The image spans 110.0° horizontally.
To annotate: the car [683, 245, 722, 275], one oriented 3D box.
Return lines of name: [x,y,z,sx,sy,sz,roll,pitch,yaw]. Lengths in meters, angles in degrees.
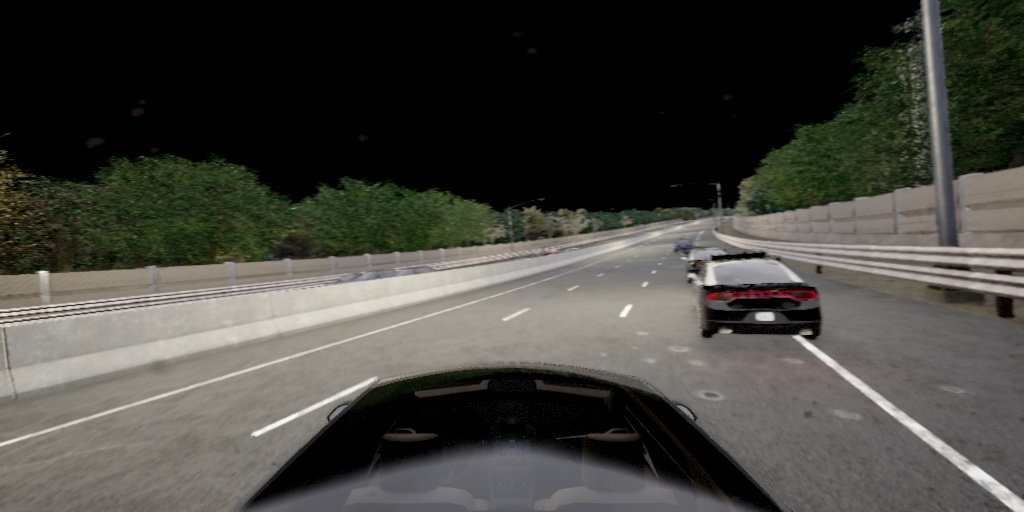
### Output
car: [11.876,0.154,22.663,1.837,1.490,4.892,-5,1,25]

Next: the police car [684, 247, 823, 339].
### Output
police car: [5.310,0.727,8.409,1.930,1.638,5.238,-5,0,24]

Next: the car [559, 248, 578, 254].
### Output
car: [10.222,-0.653,61.690,1.895,1.301,4.718,-5,2,27]

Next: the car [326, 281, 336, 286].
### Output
car: [-13.053,2.215,29.647,1.837,1.490,4.892,-5,0,25]

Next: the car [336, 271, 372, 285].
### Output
car: [-10.396,1.857,27.112,2.097,1.767,4.553,-5,1,25]

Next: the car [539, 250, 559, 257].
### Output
car: [7.113,-0.413,63.274,1.895,1.301,4.718,-5,2,27]

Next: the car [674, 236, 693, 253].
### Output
car: [21.868,-1.488,45.782,2.097,1.767,4.553,-5,2,27]

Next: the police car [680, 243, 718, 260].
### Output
police car: [9.419,0.343,17.392,1.930,1.638,5.238,-5,1,25]

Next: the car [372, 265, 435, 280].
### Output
car: [-7.246,1.604,25.609,2.097,1.767,4.553,-5,1,25]
